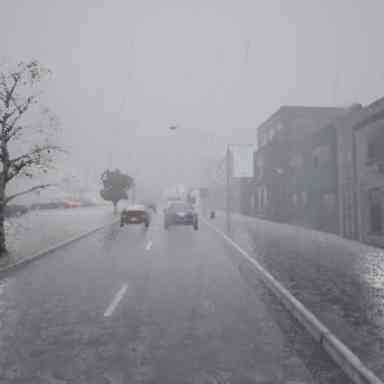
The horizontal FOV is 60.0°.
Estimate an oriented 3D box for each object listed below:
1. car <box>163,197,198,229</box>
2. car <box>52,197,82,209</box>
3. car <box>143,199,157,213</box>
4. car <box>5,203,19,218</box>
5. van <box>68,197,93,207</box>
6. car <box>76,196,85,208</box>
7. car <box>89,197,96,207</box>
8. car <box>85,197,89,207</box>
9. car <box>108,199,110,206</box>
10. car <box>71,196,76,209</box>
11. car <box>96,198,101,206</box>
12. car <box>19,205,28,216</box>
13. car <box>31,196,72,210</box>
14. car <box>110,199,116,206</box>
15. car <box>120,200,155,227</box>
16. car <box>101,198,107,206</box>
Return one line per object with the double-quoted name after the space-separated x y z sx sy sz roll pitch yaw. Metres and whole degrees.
-0.774 1.451 22.387 2.097 1.767 4.553 0 0 -4 "car"
-20.986 1.833 56.028 4.553 1.767 2.185 0 -1 -25 "car"
-5.435 1.605 41.458 2.097 1.767 4.553 0 -1 -5 "car"
-18.420 1.585 29.398 5.008 1.535 2.097 0 -1 -25 "car"
-21.705 1.964 64.981 4.442 1.987 1.878 0 -2 -25 "van"
-20.509 1.889 53.162 5.366 1.575 1.946 0 -1 -25 "car"
-21.502 1.855 61.985 5.566 2.045 2.435 0 -2 -25 "car"
-21.242 2.068 58.997 4.674 1.452 2.002 0 -2 -25 "car"
-23.536 2.655 82.691 4.553 1.767 2.185 0 -2 -25 "car"
-20.422 1.708 50.104 4.553 1.767 2.185 0 -1 -25 "car"
-22.115 2.026 67.877 5.566 2.045 2.435 0 -2 -25 "car"
-18.698 1.603 32.347 5.008 1.535 2.097 0 -1 -25 "car"
-20.100 1.780 47.152 5.008 1.535 2.097 0 -1 -25 "car"
-24.189 3.086 91.670 5.366 1.575 1.946 0 -2 -25 "car"
-3.860 1.574 23.500 1.882 1.535 5.008 0 0 -4 "car"
-23.104 2.571 76.688 5.366 1.575 1.946 0 -2 -25 "car"
